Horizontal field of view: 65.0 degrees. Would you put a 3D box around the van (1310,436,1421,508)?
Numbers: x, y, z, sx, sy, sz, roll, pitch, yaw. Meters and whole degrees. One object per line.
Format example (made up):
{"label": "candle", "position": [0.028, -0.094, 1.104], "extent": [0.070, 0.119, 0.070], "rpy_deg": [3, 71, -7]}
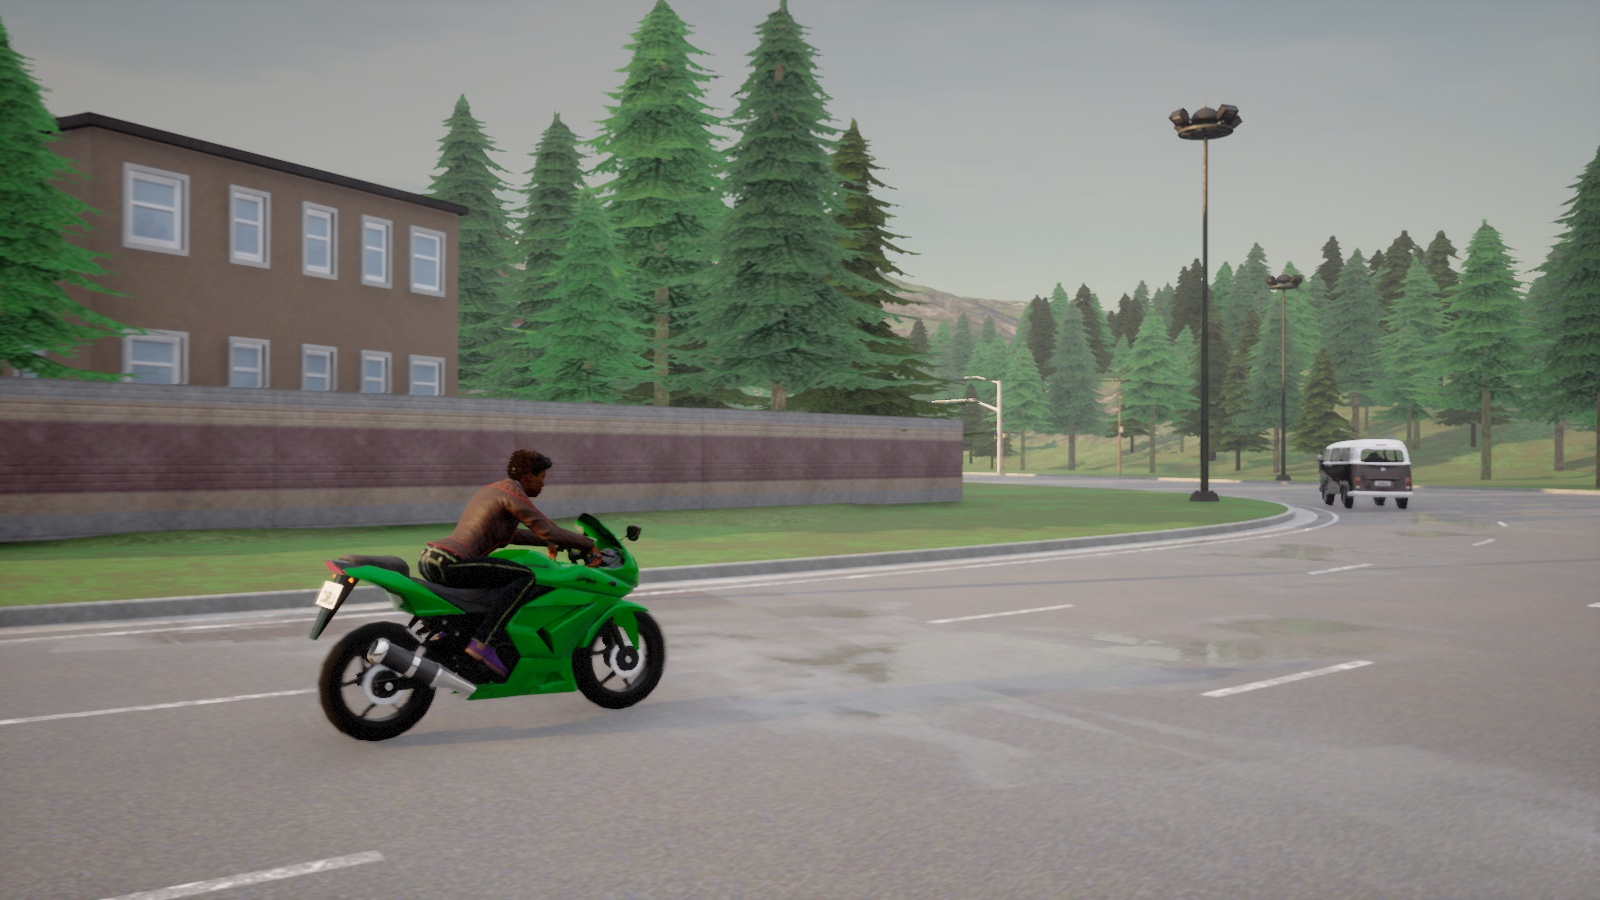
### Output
{"label": "van", "position": [17.075, 0.647, 38.156], "extent": [2.069, 2.038, 4.480], "rpy_deg": [0, 0, 11]}

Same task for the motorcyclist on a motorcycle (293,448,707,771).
{"label": "motorcyclist on a motorcycle", "position": [-1.591, 0.758, 6.854], "extent": [2.044, 1.523, 0.797], "rpy_deg": [0, -1, -37]}
